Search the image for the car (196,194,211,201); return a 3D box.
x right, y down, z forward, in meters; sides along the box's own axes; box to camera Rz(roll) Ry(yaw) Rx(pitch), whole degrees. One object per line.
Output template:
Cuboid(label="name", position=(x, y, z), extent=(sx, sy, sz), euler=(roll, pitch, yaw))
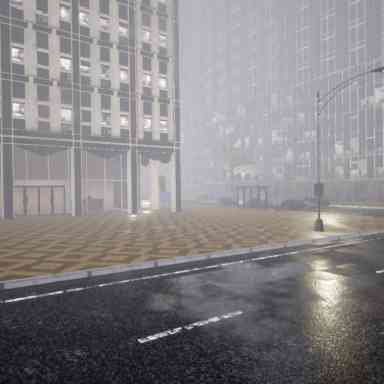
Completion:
Cuboid(label="car", position=(2.520, 1.041, 64.089), extent=(1.802, 1.307, 4.206), euler=(-1, 1, -34))

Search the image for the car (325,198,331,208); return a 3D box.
Cuboid(label="car", position=(14.833, 1.240, 41.574), extent=(1.837, 1.490, 4.892), euler=(-1, 1, -34))

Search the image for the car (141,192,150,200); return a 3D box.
Cuboid(label="car", position=(-10.824, 1.037, 68.715), extent=(2.008, 1.369, 4.403), euler=(0, 1, -34))

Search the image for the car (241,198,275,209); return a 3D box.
Cuboid(label="car", position=(8.391, 1.386, 40.545), extent=(1.802, 1.307, 4.206), euler=(-1, 1, -34))

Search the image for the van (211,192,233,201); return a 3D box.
Cuboid(label="van", position=(5.738, 0.853, 59.401), extent=(1.690, 1.788, 3.998), euler=(-1, 1, -34))

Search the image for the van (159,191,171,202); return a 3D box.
Cuboid(label="van", position=(-4.387, 0.935, 59.343), extent=(1.690, 1.788, 3.998), euler=(0, 1, -34))

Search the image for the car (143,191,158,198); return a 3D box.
Cuboid(label="car", position=(-10.352, 0.683, 82.826), extent=(1.967, 1.590, 4.097), euler=(0, 1, -34))

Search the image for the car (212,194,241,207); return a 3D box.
Cuboid(label="car", position=(5.221, 1.318, 45.262), extent=(1.947, 1.339, 4.313), euler=(-1, 1, -34))

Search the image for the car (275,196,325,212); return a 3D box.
Cuboid(label="car", position=(11.595, 1.422, 35.848), extent=(1.947, 1.339, 4.313), euler=(-1, 1, -34))

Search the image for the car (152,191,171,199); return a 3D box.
Cuboid(label="car", position=(-7.134, 0.612, 78.140), extent=(2.192, 1.841, 5.009), euler=(0, 1, -34))
